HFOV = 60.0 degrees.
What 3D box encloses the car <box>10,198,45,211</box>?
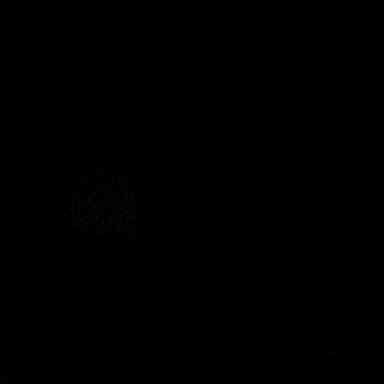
[{"bbox_3d":[-18.315,1.344,37.199,1.994,1.385,4.181,0,0,6],"label":"car"}]
